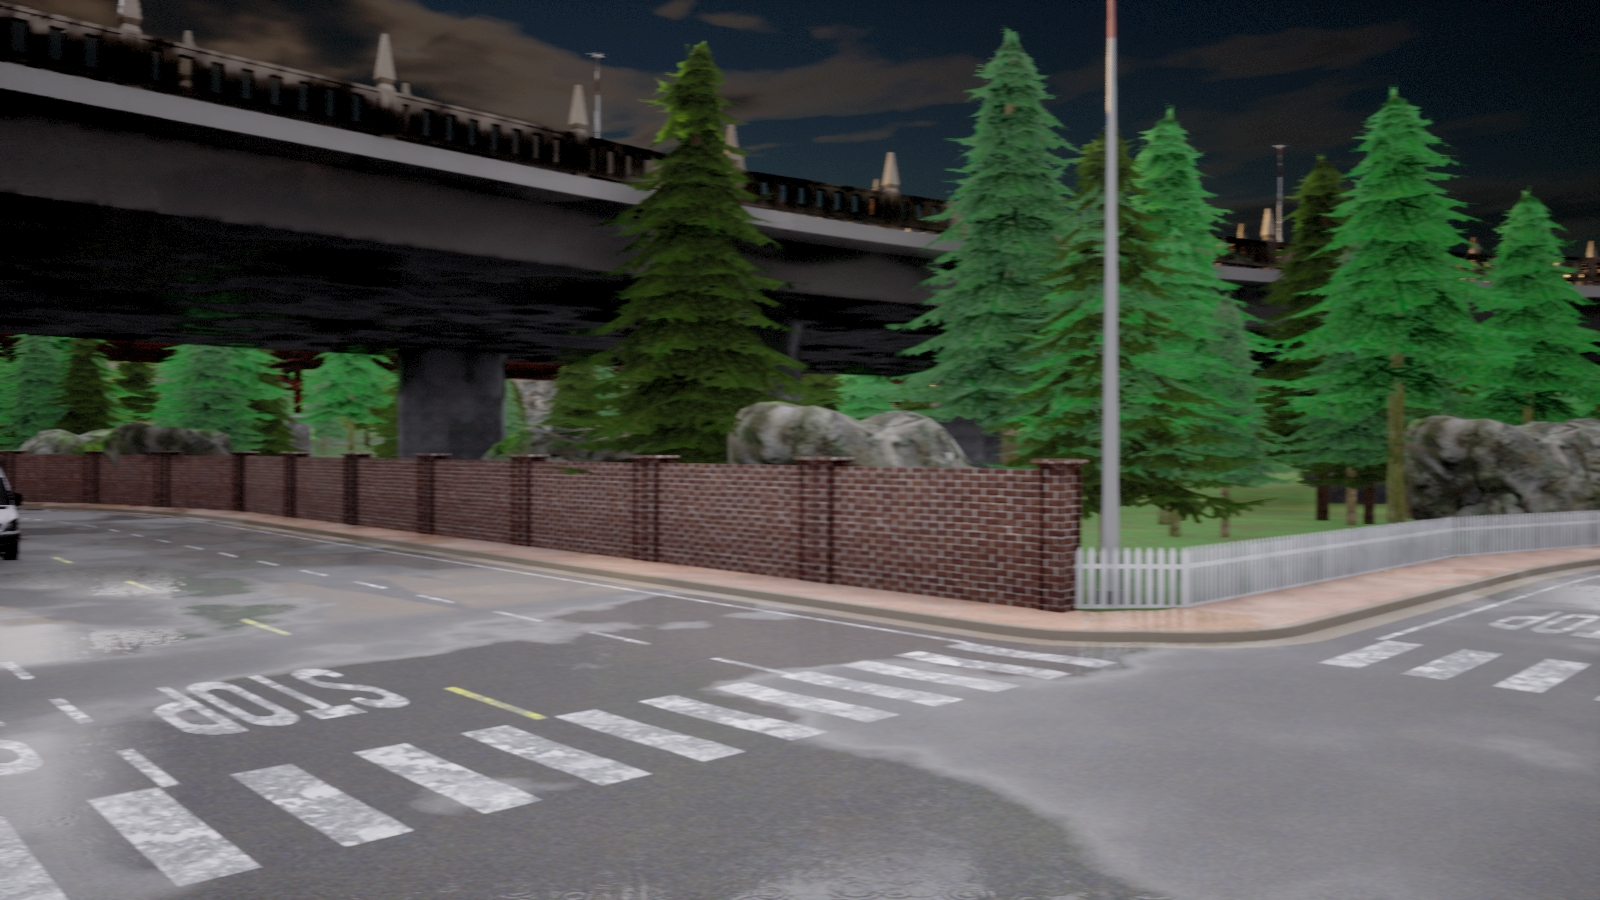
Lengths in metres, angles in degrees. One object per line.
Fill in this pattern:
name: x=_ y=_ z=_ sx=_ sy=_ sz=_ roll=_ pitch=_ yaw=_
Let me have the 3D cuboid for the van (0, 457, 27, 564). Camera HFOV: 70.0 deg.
van: x=-21.739 y=1.468 z=29.458 sx=1.988 sy=2.561 sz=5.915 roll=0 pitch=0 yaw=-44
